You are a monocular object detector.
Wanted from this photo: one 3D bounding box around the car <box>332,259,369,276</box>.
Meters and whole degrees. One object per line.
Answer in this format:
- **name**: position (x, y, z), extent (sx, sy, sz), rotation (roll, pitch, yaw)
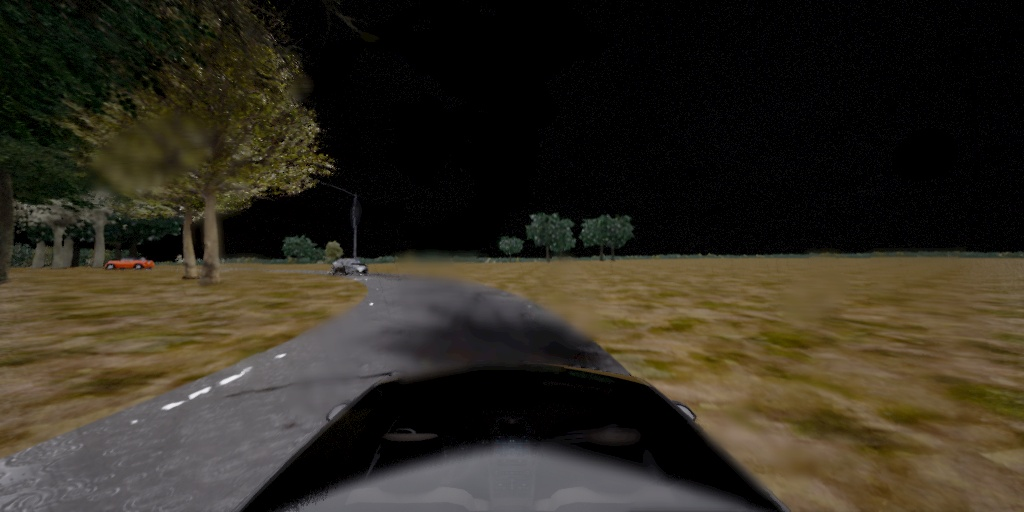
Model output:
- **car**: position (-15.005, 0.989, 33.150), extent (4.902, 1.511, 2.128), rotation (0, -1, 44)
